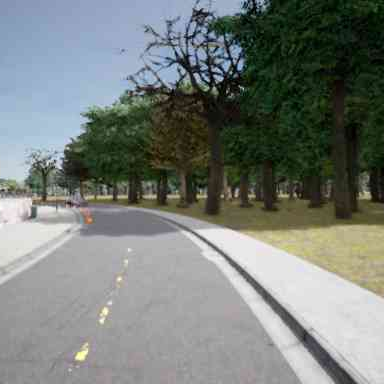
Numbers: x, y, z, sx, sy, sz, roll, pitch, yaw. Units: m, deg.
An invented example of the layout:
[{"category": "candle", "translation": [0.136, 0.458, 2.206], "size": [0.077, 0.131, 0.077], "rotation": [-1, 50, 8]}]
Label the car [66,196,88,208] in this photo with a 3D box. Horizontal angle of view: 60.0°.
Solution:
[{"category": "car", "translation": [-16.821, 1.329, 48.641], "size": [2.097, 1.767, 4.553], "rotation": [0, 0, -34]}]

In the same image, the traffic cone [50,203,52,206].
[{"category": "traffic cone", "translation": [-22.750, 1.961, 53.734], "size": [0.340, 0.580, 0.340], "rotation": [0, 0, -38]}]

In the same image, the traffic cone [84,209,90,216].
[{"category": "traffic cone", "translation": [-8.795, 1.914, 28.249], "size": [0.340, 0.580, 0.340], "rotation": [0, 0, -19]}]

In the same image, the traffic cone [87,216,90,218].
[{"category": "traffic cone", "translation": [-7.136, 2.034, 23.176], "size": [0.340, 0.340, 0.580], "rotation": [0, 0, -14]}]
